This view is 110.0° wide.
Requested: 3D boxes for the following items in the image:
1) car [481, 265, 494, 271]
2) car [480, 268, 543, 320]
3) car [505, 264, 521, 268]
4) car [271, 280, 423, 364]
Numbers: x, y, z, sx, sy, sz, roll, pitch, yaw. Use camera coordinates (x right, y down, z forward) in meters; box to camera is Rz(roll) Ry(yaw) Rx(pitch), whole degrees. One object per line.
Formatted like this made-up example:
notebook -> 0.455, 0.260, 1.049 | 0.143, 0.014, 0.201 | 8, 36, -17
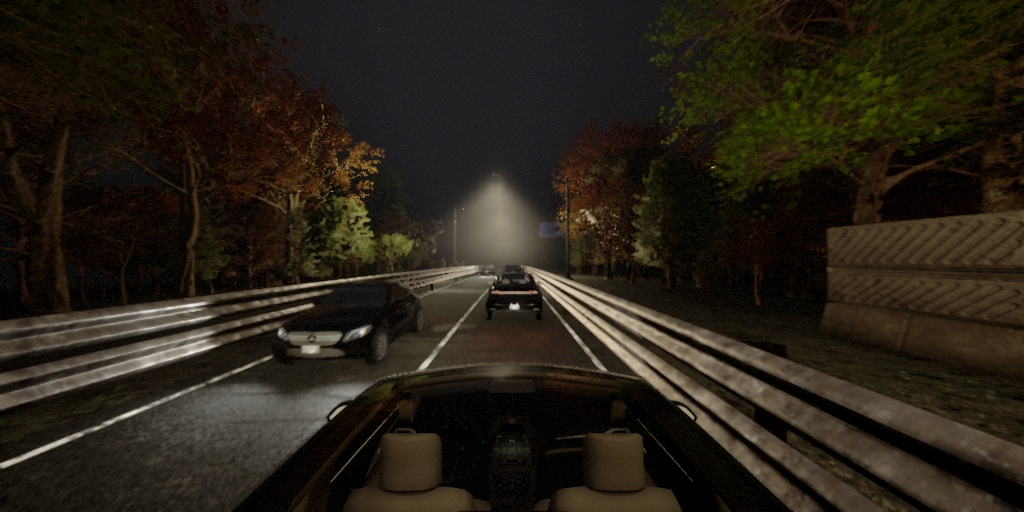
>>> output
car -> -3.324, 1.977, 50.105 | 2.128, 1.511, 4.902 | 0, -1, 0
car -> 0.083, 1.343, 13.154 | 2.128, 1.511, 4.902 | 0, -1, 0
car -> 0.098, 1.524, 33.935 | 2.097, 1.767, 4.553 | 0, -1, 0
car -> -3.360, 1.328, 8.332 | 1.812, 1.442, 4.674 | 0, -1, 0
